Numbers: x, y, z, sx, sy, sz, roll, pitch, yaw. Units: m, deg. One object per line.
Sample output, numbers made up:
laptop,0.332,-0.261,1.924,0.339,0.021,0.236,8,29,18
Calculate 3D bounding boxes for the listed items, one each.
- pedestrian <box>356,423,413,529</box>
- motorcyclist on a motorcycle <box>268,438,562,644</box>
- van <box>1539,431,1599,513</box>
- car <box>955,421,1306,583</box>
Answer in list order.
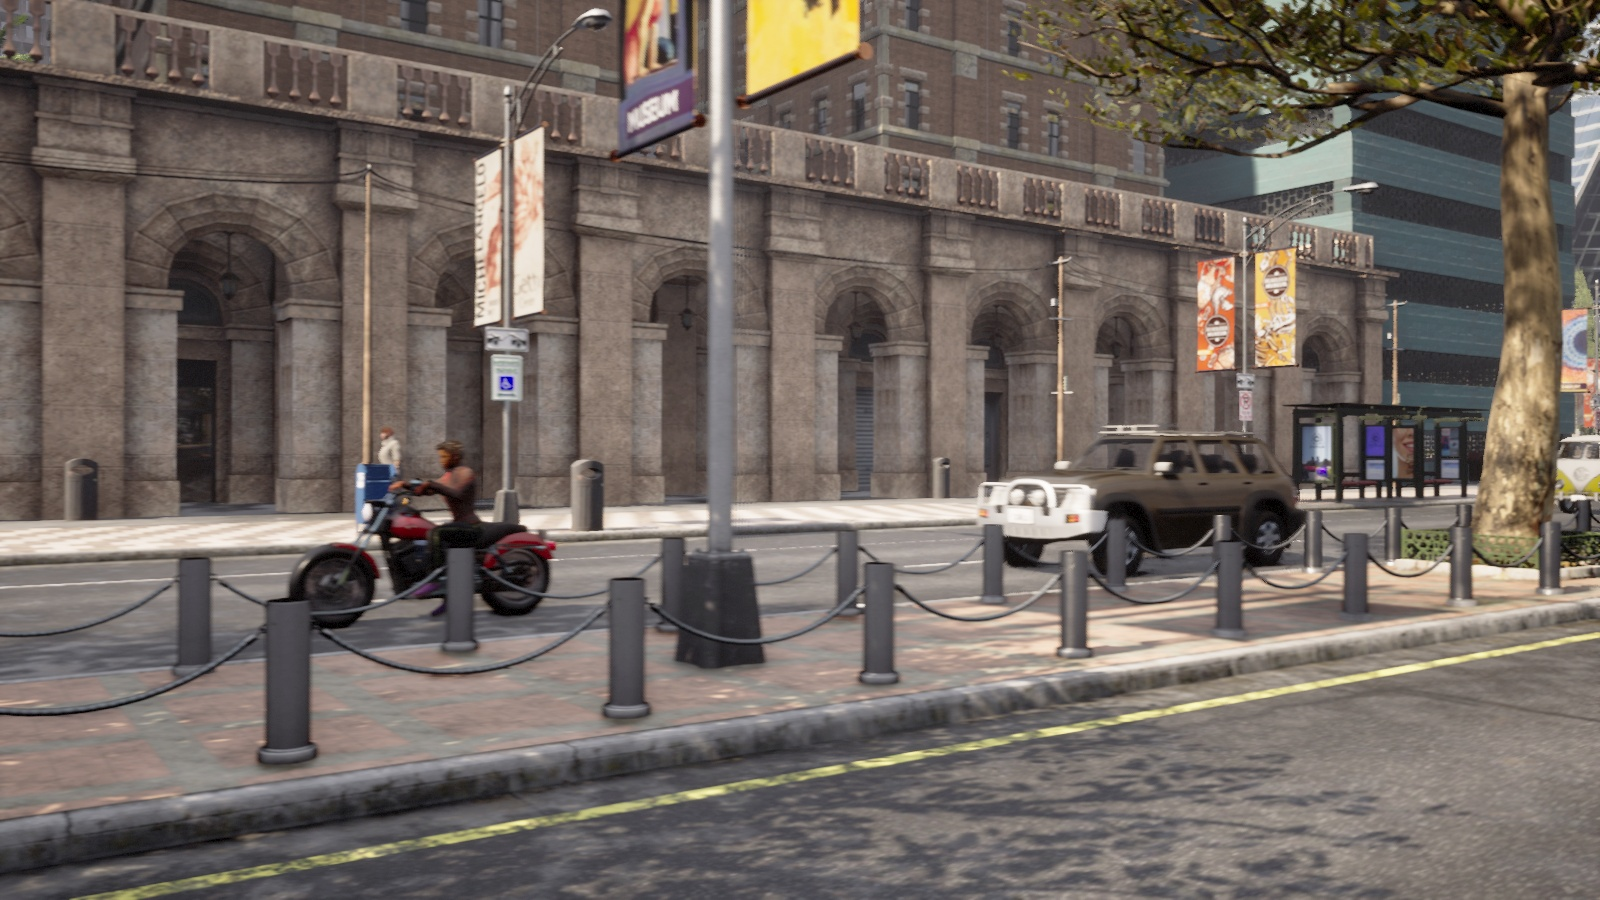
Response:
pedestrian,-7.816,0.476,23.626,0.873,1.952,0.659,0,0,-35
motorcyclist on a motorcycle,-3.355,0.729,11.071,2.350,1.649,0.766,0,0,-35
van,21.026,0.532,32.307,4.442,1.987,1.775,0,0,-35
car,4.409,0.593,16.475,4.605,1.855,1.932,0,0,-35
